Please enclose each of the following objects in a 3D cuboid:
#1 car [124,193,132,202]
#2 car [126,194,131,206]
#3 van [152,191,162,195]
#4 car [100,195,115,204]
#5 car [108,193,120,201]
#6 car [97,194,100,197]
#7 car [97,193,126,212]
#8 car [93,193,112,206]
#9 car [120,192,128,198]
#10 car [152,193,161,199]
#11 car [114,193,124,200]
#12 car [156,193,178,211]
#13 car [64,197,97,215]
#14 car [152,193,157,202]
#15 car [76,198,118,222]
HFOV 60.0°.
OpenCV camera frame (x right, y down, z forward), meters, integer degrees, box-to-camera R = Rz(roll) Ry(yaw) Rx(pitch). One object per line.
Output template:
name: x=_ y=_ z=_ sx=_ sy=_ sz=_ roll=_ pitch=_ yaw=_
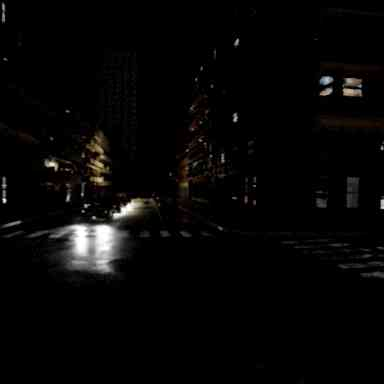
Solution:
car: x=-10.565 y=1.169 z=52.712 sx=1.895 sy=1.301 sz=4.718 roll=1 pitch=0 yaw=-8
car: x=-9.264 y=1.237 z=42.670 sx=1.895 sy=1.301 sz=4.718 roll=1 pitch=0 yaw=-7
van: x=-6.318 y=0.931 z=63.681 sx=1.690 sy=1.788 sz=3.998 roll=0 pitch=0 yaw=-8
car: x=-13.126 y=1.113 z=51.599 sx=1.802 sy=1.307 sz=4.206 roll=0 pitch=0 yaw=-8
car: x=-14.599 y=0.985 z=62.384 sx=1.752 sy=1.417 sz=4.829 roll=0 pitch=0 yaw=-8
car: x=-10.880 y=1.210 z=35.168 sx=1.947 sy=1.339 sz=4.313 roll=0 pitch=0 yaw=-8
car: x=-8.014 y=1.204 z=33.416 sx=1.837 sy=1.490 sz=4.892 roll=1 pitch=0 yaw=-8
car: x=-12.376 y=1.009 z=46.121 sx=1.967 sy=1.590 sz=4.097 roll=0 pitch=0 yaw=-8
car: x=-18.365 y=0.835 z=89.937 sx=2.008 sy=1.369 sz=4.403 roll=0 pitch=0 yaw=-8
car: x=-8.566 y=1.029 z=80.114 sx=1.887 sy=1.381 sz=4.507 roll=0 pitch=0 yaw=-8
car: x=-16.120 y=0.969 z=73.507 sx=1.802 sy=1.307 sz=4.206 roll=0 pitch=0 yaw=-8
car: x=-2.576 y=1.216 z=36.298 sx=1.967 sy=1.590 sz=4.097 roll=0 pitch=0 yaw=-8
car: x=-10.130 y=1.233 z=29.692 sx=2.008 sy=1.369 sz=4.403 roll=0 pitch=0 yaw=-8
car: x=-4.822 y=1.214 z=52.729 sx=2.008 sy=1.369 sz=4.403 roll=0 pitch=0 yaw=-8
car: x=-6.755 y=1.365 z=24.166 sx=1.895 sy=1.301 sz=4.718 roll=1 pitch=0 yaw=-8
